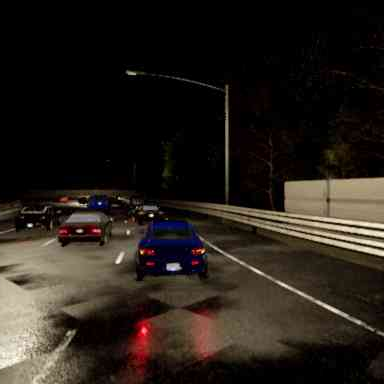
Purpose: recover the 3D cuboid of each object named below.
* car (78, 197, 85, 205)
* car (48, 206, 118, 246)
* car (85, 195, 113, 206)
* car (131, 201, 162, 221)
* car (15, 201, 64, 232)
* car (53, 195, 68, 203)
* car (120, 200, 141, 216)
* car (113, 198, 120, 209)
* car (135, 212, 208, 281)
[{"bbox_3d":[-20.210,1.666,63.018,2.128,1.511,4.902,0,0,-34],"label":"car"},{"bbox_3d":[-4.809,1.591,15.526,2.033,1.411,5.357,0,0,-9],"label":"car"},{"bbox_3d":[-10.542,1.323,37.310,2.150,2.045,5.566,0,0,-20],"label":"car"},{"bbox_3d":[-3.323,1.627,25.379,1.994,1.385,4.181,0,0,-14],"label":"car"},{"bbox_3d":[-9.361,1.567,20.563,1.837,1.490,4.892,0,0,-12],"label":"car"},{"bbox_3d":[-29.881,1.573,75.422,2.097,1.767,4.553,0,0,-42],"label":"car"},{"bbox_3d":[-5.797,1.579,34.071,2.128,1.511,4.902,0,0,-18],"label":"car"},{"bbox_3d":[-11.712,1.633,48.526,1.837,1.490,4.892,0,0,-26],"label":"car"},{"bbox_3d":[-0.654,1.549,9.916,1.812,1.442,4.674,0,0,-5],"label":"car"}]
